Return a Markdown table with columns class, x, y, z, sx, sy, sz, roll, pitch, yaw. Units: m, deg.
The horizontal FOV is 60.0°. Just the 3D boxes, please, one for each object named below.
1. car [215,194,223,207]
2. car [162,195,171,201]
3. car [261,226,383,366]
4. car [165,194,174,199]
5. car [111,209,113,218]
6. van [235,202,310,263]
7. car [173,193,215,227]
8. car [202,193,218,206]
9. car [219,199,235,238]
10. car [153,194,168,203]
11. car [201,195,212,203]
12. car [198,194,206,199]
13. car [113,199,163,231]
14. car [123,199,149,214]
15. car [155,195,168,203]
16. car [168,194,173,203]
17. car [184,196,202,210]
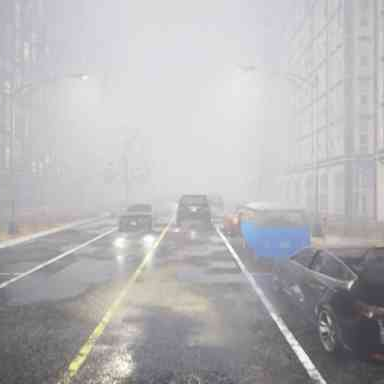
| class | x | y | z | sx | sy | sz | roll | pitch | yaw |
| --- | --- | --- | --- | --- | --- | --- | --- | --- | --- |
| car | 2.698 | 1.153 | 39.933 | 2.192 | 1.841 | 5.009 | 0 | 0 | 0 |
| car | -5.681 | 1.258 | 74.099 | 1.802 | 1.307 | 4.206 | 0 | 0 | 0 |
| car | 2.693 | 1.545 | 5.781 | 1.947 | 1.339 | 4.313 | 0 | 0 | 0 |
| car | -5.680 | 1.168 | 85.485 | 2.008 | 1.369 | 4.403 | 0 | 0 | 0 |
| car | -5.685 | 1.413 | 28.391 | 1.752 | 1.417 | 4.829 | 0 | 0 | 0 |
| van | 2.694 | 1.298 | 11.474 | 1.690 | 1.788 | 3.998 | 0 | 0 | 0 |
| car | 0.113 | 1.136 | 22.156 | 2.150 | 2.045 | 5.566 | 0 | 0 | 0 |
| car | 2.699 | 1.101 | 51.318 | 2.192 | 1.841 | 5.009 | 0 | 0 | 0 |
| car | 2.695 | 1.375 | 17.166 | 1.967 | 1.590 | 4.097 | 0 | 0 | 0 |
| car | -5.682 | 1.310 | 57.024 | 2.008 | 1.369 | 4.403 | 0 | 0 | 0 |
| car | 2.699 | 1.257 | 62.872 | 1.752 | 1.417 | 4.829 | 0 | 0 | 0 |
| car | 2.701 | 1.154 | 91.164 | 1.947 | 1.339 | 4.313 | 0 | 0 | 0 |
| car | -3.099 | 1.400 | 20.155 | 1.882 | 1.535 | 5.008 | 0 | 0 | 0 |
| car | -5.685 | 1.413 | 34.255 | 2.008 | 1.369 | 4.403 | 0 | 0 | 0 |
| car | -5.682 | 1.298 | 62.716 | 1.947 | 1.339 | 4.313 | 0 | 0 | 0 |
| car | -3.038 | 1.095 | 60.576 | 2.097 | 1.767 | 4.553 | 0 | 0 | 1 |
| car | 0.104 | 1.321 | 42.035 | 2.128 | 1.511 | 4.902 | 0 | 0 | 0 |
